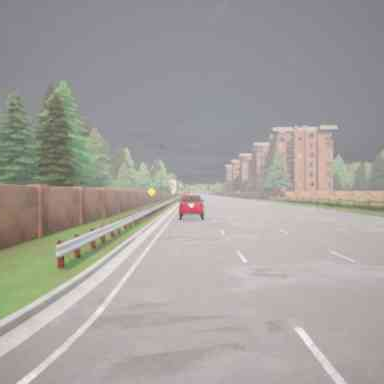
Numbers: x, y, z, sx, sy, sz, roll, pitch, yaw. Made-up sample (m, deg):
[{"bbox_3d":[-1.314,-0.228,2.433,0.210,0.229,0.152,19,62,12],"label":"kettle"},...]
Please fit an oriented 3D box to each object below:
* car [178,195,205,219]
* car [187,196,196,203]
[{"bbox_3d":[-0.054,1.264,29.775,2.150,2.045,5.566,0,0,0],"label":"car"},{"bbox_3d":[-0.181,1.601,70.537,1.837,1.490,4.892,0,0,0],"label":"car"}]
